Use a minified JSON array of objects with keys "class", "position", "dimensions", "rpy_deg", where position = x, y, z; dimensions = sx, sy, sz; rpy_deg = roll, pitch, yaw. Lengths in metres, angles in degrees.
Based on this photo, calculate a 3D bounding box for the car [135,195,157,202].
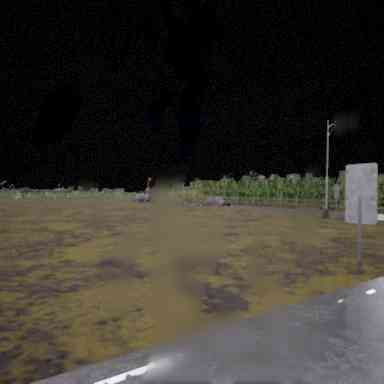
[{"class":"car","position":[-8.483,1.165,60.716],"dimensions":[2.033,1.411,5.357],"rpy_deg":[1,-1,-35]}]

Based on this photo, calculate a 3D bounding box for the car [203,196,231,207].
[{"class":"car","position":[3.268,1.232,43.871],"dimensions":[1.994,1.385,4.181],"rpy_deg":[1,-1,-35]}]
